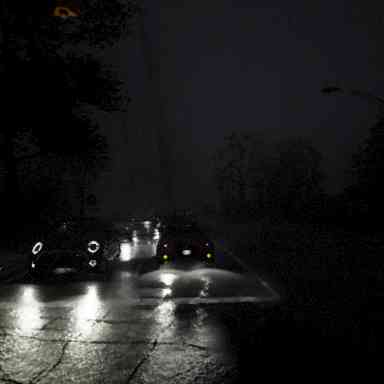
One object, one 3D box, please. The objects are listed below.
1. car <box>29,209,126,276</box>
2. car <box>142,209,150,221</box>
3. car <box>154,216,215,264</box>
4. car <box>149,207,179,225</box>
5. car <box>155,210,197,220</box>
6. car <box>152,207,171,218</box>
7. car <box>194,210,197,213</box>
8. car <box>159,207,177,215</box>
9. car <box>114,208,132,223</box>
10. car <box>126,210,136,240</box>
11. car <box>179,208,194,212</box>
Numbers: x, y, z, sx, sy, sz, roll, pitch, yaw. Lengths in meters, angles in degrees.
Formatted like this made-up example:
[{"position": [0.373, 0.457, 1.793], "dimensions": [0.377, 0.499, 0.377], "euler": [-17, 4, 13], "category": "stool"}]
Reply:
[{"position": [-3.747, 1.641, 11.442], "dimensions": [2.097, 1.767, 4.553], "euler": [-1, -1, -3], "category": "car"}, {"position": [-4.952, 2.789, 40.893], "dimensions": [1.812, 1.442, 4.674], "euler": [0, -2, -16], "category": "car"}, {"position": [-0.319, 1.844, 12.881], "dimensions": [1.994, 1.385, 4.181], "euler": [-1, -1, -5], "category": "car"}, {"position": [-2.667, 2.404, 30.945], "dimensions": [1.812, 1.442, 4.674], "euler": [-1, -2, -11], "category": "car"}, {"position": [-1.130, 2.090, 21.247], "dimensions": [1.994, 1.385, 4.181], "euler": [-1, -2, -7], "category": "car"}, {"position": [-4.876, 3.158, 52.371], "dimensions": [1.837, 1.490, 4.892], "euler": [0, -2, -21], "category": "car"}, {"position": [-0.762, 3.098, 51.182], "dimensions": [1.994, 1.385, 4.181], "euler": [0, -2, -20], "category": "car"}, {"position": [-4.406, 3.474, 60.468], "dimensions": [1.994, 1.385, 4.181], "euler": [0, -2, -24], "category": "car"}, {"position": [-8.413, 2.784, 40.322], "dimensions": [1.882, 1.535, 5.008], "euler": [0, -2, -15], "category": "car"}, {"position": [-4.530, 2.072, 20.309], "dimensions": [1.812, 1.442, 4.674], "euler": [-1, -2, -7], "category": "car"}, {"position": [-1.792, 2.825, 42.971], "dimensions": [2.033, 1.411, 5.357], "euler": [0, -2, -16], "category": "car"}]
